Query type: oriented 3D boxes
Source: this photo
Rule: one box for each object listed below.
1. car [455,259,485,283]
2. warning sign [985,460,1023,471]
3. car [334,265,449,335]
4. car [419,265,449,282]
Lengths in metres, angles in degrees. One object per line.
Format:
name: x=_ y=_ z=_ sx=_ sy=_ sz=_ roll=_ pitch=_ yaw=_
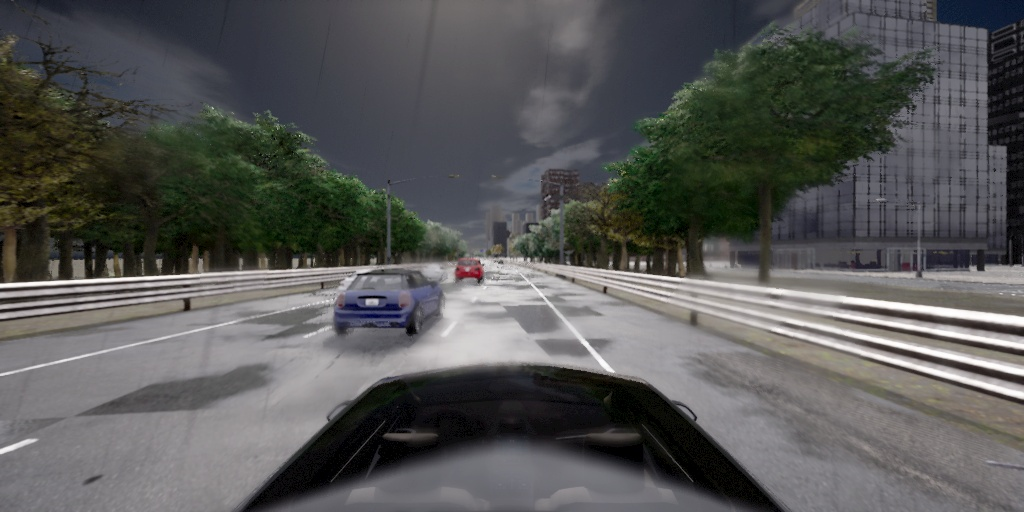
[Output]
car: x=-3.653 y=1.257 z=31.511 sx=2.150 sy=2.045 sz=5.566 roll=0 pitch=-1 yaw=-1
warning sign: x=4.551 y=0.873 z=2.587 sx=1.300 sy=1.860 sz=1.060 roll=0 pitch=0 yaw=0
car: x=-3.449 y=1.187 z=10.949 sx=2.097 sy=1.767 sz=4.553 roll=0 pitch=-1 yaw=0
car: x=-7.175 y=1.581 z=33.369 sx=1.812 sy=1.442 sz=4.674 roll=0 pitch=-1 yaw=-1
